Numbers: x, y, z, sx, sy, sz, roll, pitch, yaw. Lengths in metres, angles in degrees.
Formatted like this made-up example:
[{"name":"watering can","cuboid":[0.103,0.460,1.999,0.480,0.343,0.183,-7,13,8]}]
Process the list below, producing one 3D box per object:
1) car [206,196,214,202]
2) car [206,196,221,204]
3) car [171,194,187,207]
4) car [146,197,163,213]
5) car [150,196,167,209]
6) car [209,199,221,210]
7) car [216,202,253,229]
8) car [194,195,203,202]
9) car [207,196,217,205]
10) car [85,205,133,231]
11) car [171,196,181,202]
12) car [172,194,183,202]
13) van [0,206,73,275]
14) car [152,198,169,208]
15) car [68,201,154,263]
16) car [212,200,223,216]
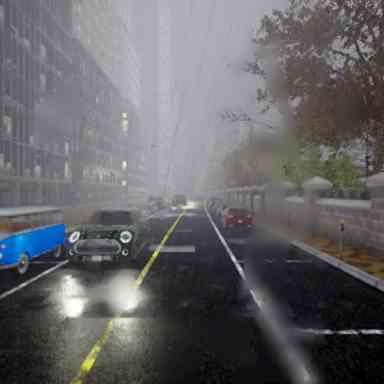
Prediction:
[{"name":"car","cuboid":[4.482,1.694,83.635,1.887,1.381,4.507,0,0,2]},{"name":"car","cuboid":[3.217,1.516,44.150,1.967,1.590,4.097,0,0,1]},{"name":"car","cuboid":[-2.039,1.314,54.545,2.150,2.045,5.566,0,0,2]},{"name":"car","cuboid":[-4.935,1.615,38.274,2.008,1.369,4.403,0,0,1]},{"name":"car","cuboid":[-4.816,1.389,43.903,2.192,1.841,5.009,0,0,1]},{"name":"car","cuboid":[2.993,1.622,32.862,1.947,1.339,4.313,0,0,1]},{"name":"car","cuboid":[2.838,1.581,21.566,1.887,1.381,4.507,0,0,1]},{"name":"car","cuboid":[1.540,1.661,77.915,1.812,1.442,4.674,0,0,2]},{"name":"car","cuboid":[3.829,1.619,65.004,1.837,1.490,4.892,0,0,2]},{"name":"car","cuboid":[-5.190,1.600,21.383,1.947,1.339,4.313,0,0,1]},{"name":"car","cuboid":[-3.789,1.680,77.660,1.887,1.381,4.507,0,0,2]},{"name":"car","cuboid":[-3.565,1.461,83.282,2.192,1.841,5.009,0,0,2]},{"name":"van","cuboid":[-5.286,1.357,10.129,1.690,1.788,3.998,0,0,0]},{"name":"car","cuboid":[-4.684,1.635,49.537,2.008,1.369,4.403,0,0,1]},{"name":"car","cuboid":[-2.799,1.371,12.061,2.097,1.767,4.553,0,0,0]},{"name":"car","cuboid":[2.908,1.612,27.212,1.947,1.339,4.313,0,0,1]}]
